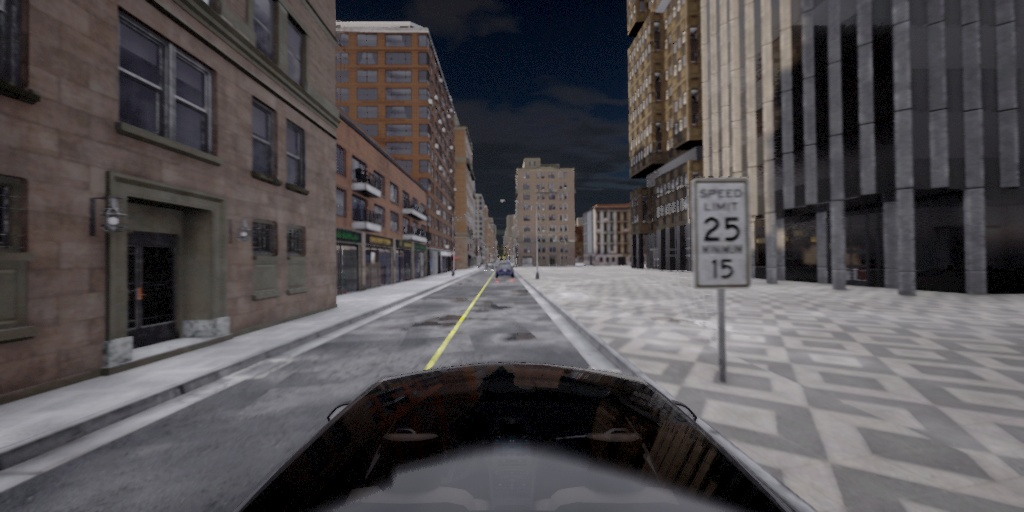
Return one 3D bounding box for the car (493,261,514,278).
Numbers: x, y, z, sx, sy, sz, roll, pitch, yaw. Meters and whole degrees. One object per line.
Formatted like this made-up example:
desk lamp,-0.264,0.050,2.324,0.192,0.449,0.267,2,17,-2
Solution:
car,-0.831,1.592,41.454,2.097,1.767,4.553,-1,-1,-1
